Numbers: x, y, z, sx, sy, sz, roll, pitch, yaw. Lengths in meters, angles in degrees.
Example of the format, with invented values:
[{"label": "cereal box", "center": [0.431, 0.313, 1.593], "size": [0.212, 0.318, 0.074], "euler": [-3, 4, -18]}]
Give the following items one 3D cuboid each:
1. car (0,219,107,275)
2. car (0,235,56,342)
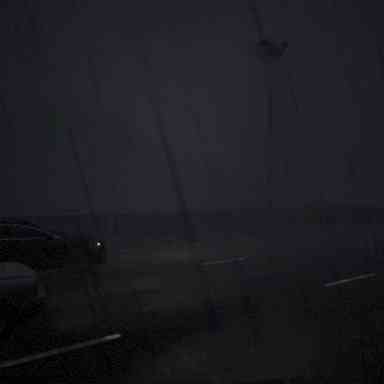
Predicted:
[{"label": "car", "center": [-4.761, 1.473, 8.822], "size": [4.902, 1.511, 2.128], "euler": [0, 0, -35]}, {"label": "car", "center": [-4.668, 1.583, 4.676], "size": [4.718, 1.301, 1.895], "euler": [0, 0, -36]}]
